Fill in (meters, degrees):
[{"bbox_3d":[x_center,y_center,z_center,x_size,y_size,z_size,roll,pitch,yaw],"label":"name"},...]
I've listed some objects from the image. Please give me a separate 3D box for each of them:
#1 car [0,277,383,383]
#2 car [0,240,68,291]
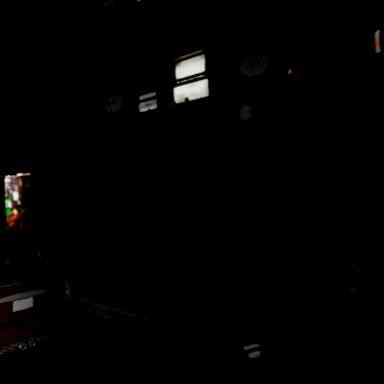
[{"bbox_3d":[0.736,1.550,2.220,4.507,1.381,1.887,-1,-2,36],"label":"car"},{"bbox_3d":[-3.764,1.498,5.439,4.097,1.590,1.967,-1,-2,36],"label":"car"}]
